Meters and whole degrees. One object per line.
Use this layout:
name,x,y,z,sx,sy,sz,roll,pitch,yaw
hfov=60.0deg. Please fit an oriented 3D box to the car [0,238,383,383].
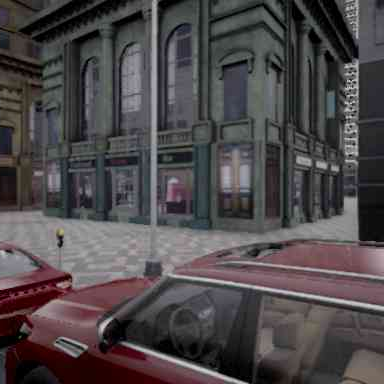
car,0.664,1.314,2.486,5.009,1.841,2.192,0,0,36
